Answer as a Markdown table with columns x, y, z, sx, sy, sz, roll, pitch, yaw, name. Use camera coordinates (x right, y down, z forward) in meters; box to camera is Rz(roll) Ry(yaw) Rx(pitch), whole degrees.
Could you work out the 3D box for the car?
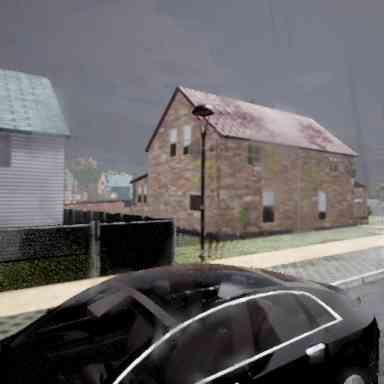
| x | y | z | sx | sy | sz | roll | pitch | yaw | name |
| --- | --- | --- | --- | --- | --- | --- | --- | --- | --- |
| -0.237 | 1.509 | 2.893 | 4.892 | 1.490 | 1.837 | 0 | 0 | -35 | car |
